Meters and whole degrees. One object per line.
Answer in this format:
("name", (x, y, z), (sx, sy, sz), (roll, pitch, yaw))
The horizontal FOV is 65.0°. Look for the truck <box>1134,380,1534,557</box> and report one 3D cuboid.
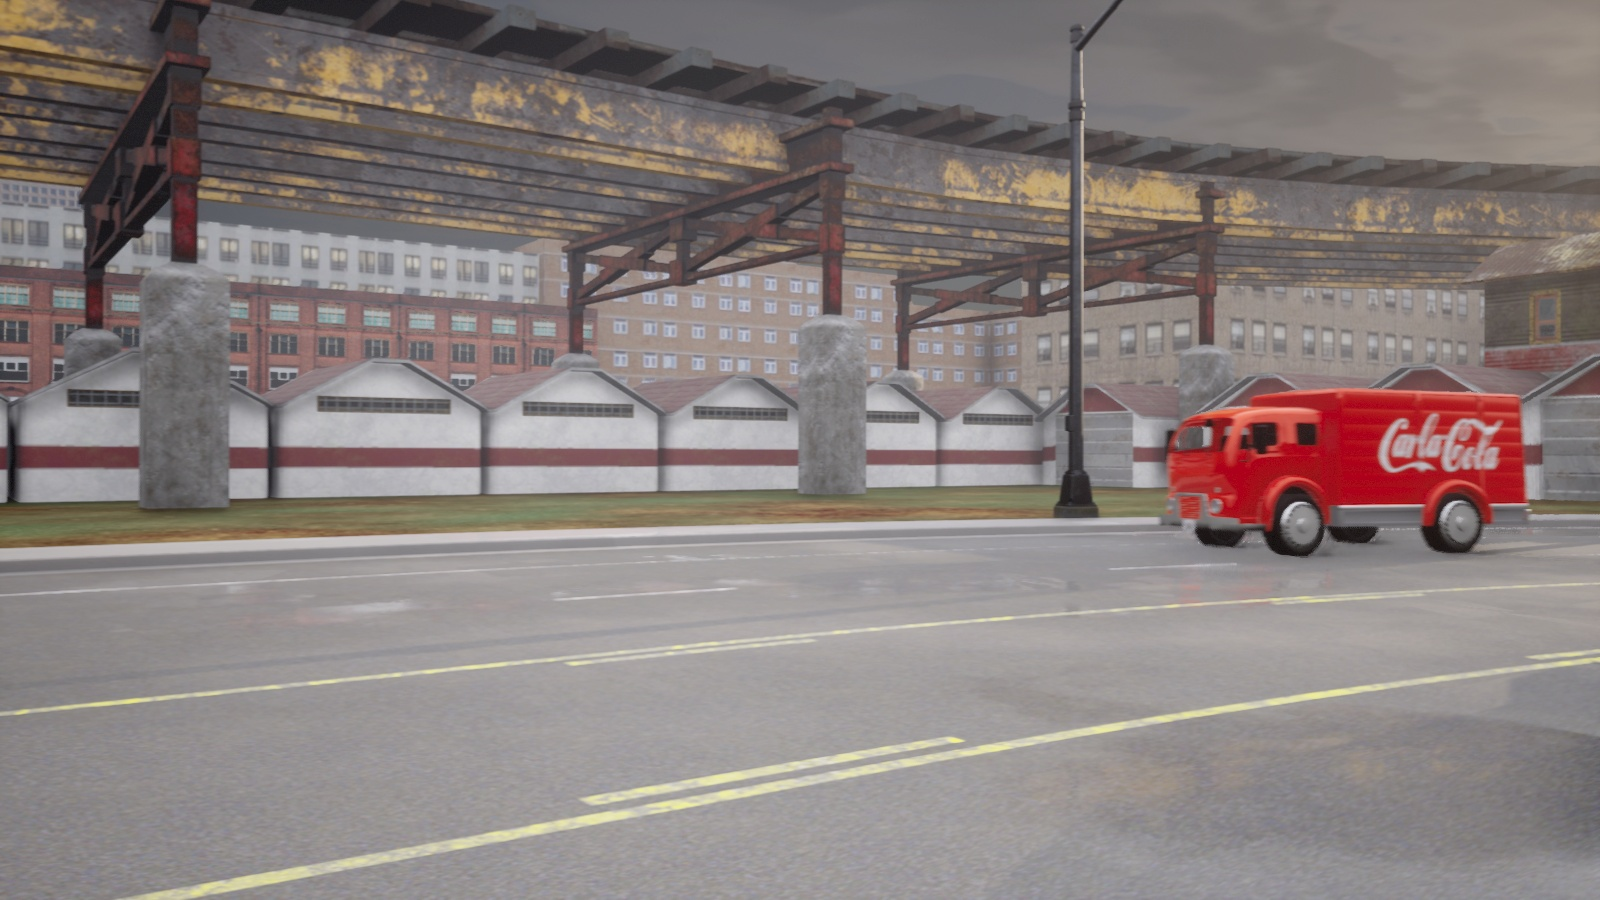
("truck", (8.202, 0.292, 19.484), (5.204, 2.467, 2.627), (0, -1, -16))
